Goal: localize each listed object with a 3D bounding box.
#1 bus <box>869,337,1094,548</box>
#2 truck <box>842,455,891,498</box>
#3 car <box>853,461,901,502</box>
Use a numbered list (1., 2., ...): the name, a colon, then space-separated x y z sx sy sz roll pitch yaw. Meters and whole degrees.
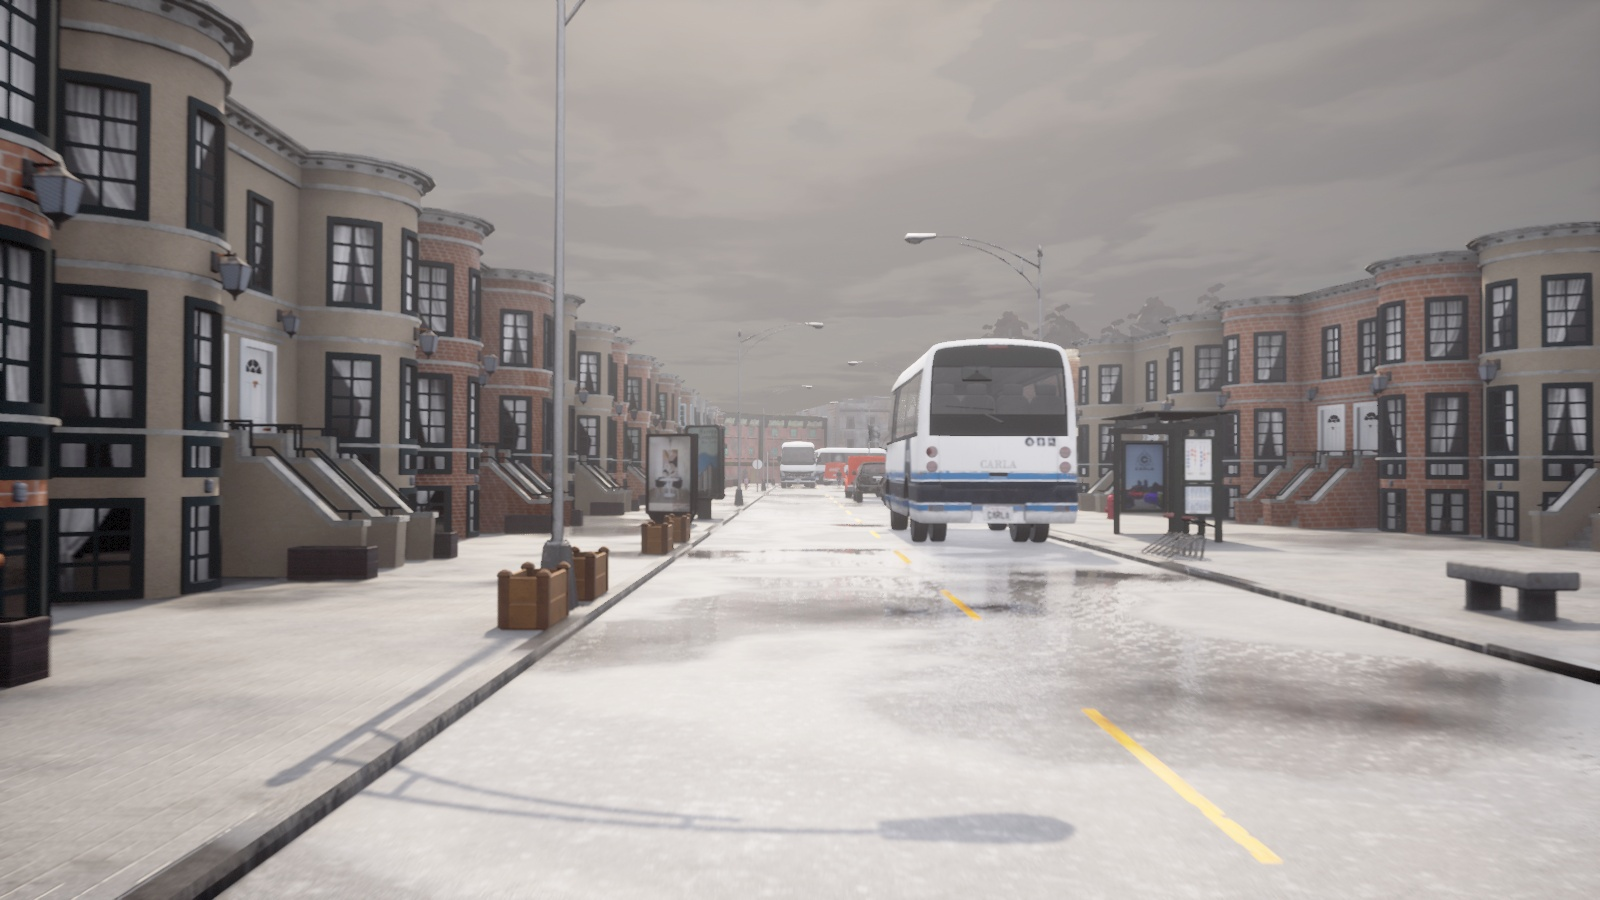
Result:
1. bus: 3.960 -0.066 30.572 3.944 4.253 10.273 0 -1 0
2. truck: 3.918 1.567 74.975 2.627 2.467 5.204 0 -1 0
3. car: 3.932 1.604 64.861 2.150 2.045 5.566 0 -1 0
